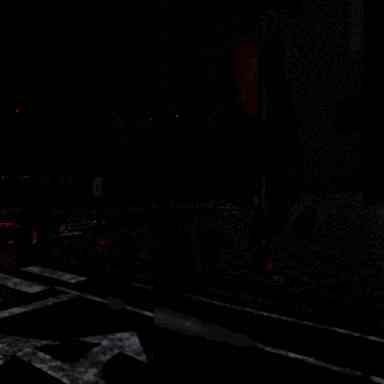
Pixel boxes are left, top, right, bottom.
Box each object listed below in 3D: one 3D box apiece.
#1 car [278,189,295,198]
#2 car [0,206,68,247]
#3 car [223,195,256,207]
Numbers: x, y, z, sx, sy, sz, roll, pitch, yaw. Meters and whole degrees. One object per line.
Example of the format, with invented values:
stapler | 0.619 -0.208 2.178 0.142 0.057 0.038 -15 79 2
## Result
car | 15.015 0.382 52.516 1.837 1.490 4.892 0 1 36
car | -7.168 1.365 14.523 1.882 1.535 5.008 -1 1 0
car | 5.820 1.022 39.821 2.033 1.411 5.357 0 1 36
